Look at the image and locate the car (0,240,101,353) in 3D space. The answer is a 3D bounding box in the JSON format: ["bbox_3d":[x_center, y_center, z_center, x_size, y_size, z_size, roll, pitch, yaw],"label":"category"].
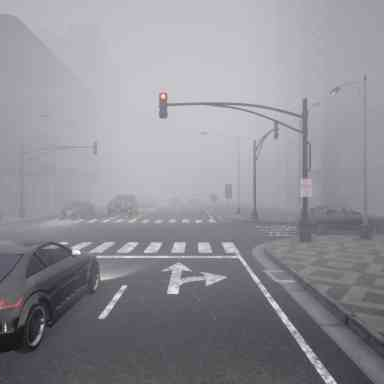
[{"bbox_3d":[-3.133,1.564,6.139,1.994,1.385,4.181,0,0,0],"label":"car"}]

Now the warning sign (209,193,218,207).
[{"bbox_3d":[2.975,1.097,46.286,1.300,1.860,1.060,0,0,0],"label":"warning sign"}]

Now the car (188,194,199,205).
[{"bbox_3d":[0.264,1.569,59.671,1.895,1.301,4.718,0,0,0],"label":"car"}]

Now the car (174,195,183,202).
[{"bbox_3d":[-3.042,1.457,74.192,1.837,1.490,4.892,0,0,0],"label":"car"}]

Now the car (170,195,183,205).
[{"bbox_3d":[-2.983,1.446,60.215,1.882,1.535,5.008,0,0,0],"label":"car"}]

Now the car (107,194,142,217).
[{"bbox_3d":[-6.509,1.216,31.902,2.150,2.045,5.566,0,0,0],"label":"car"}]

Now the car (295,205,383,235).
[{"bbox_3d":[8.154,1.499,18.084,4.902,1.511,2.128,0,0,2],"label":"car"}]

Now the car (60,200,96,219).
[{"bbox_3d":[-9.772,1.488,28.899,2.128,1.511,4.902,0,0,0],"label":"car"}]

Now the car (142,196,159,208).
[{"bbox_3d":[-6.464,1.580,48.626,1.895,1.301,4.718,0,0,0],"label":"car"}]

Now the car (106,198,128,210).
[{"bbox_3d":[-9.730,1.510,43.343,1.812,1.442,4.674,0,0,0],"label":"car"}]

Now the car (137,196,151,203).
[{"bbox_3d":[-9.572,1.510,67.150,2.033,1.411,5.357,0,0,0],"label":"car"}]

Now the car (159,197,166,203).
[{"bbox_3d":[-6.314,1.605,67.791,1.895,1.301,4.718,0,0,0],"label":"car"}]
